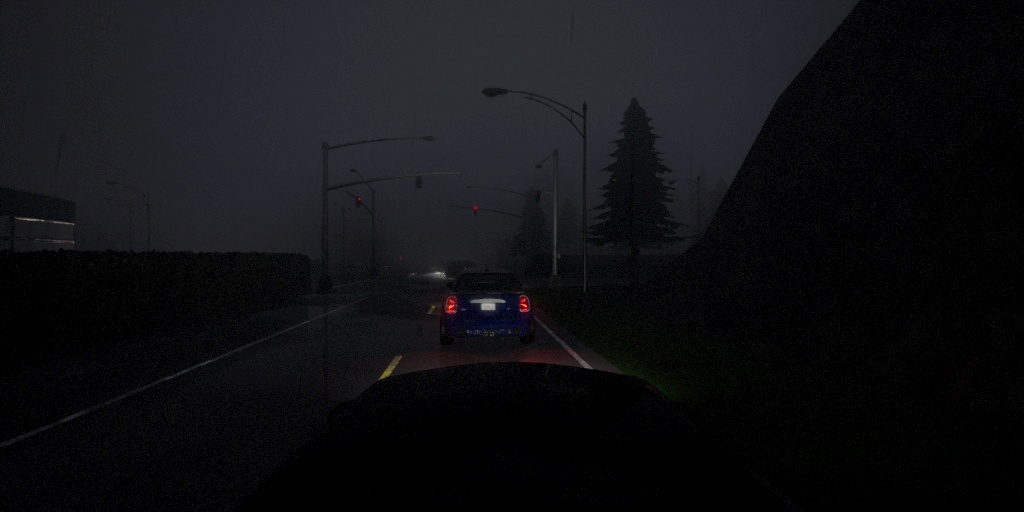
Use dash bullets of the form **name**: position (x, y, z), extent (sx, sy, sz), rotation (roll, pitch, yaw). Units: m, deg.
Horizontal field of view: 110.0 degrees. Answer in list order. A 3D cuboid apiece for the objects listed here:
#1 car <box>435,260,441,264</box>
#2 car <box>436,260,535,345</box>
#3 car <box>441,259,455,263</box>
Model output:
- **car**: position (-8.790, 1.243, 46.596), extent (2.128, 1.511, 4.902), rotation (0, 0, -7)
- **car**: position (-0.737, 1.102, 9.753), extent (2.097, 1.767, 4.553), rotation (0, 0, -6)
- **car**: position (-3.818, 1.101, 29.308), extent (2.097, 1.767, 4.553), rotation (0, 0, -31)
